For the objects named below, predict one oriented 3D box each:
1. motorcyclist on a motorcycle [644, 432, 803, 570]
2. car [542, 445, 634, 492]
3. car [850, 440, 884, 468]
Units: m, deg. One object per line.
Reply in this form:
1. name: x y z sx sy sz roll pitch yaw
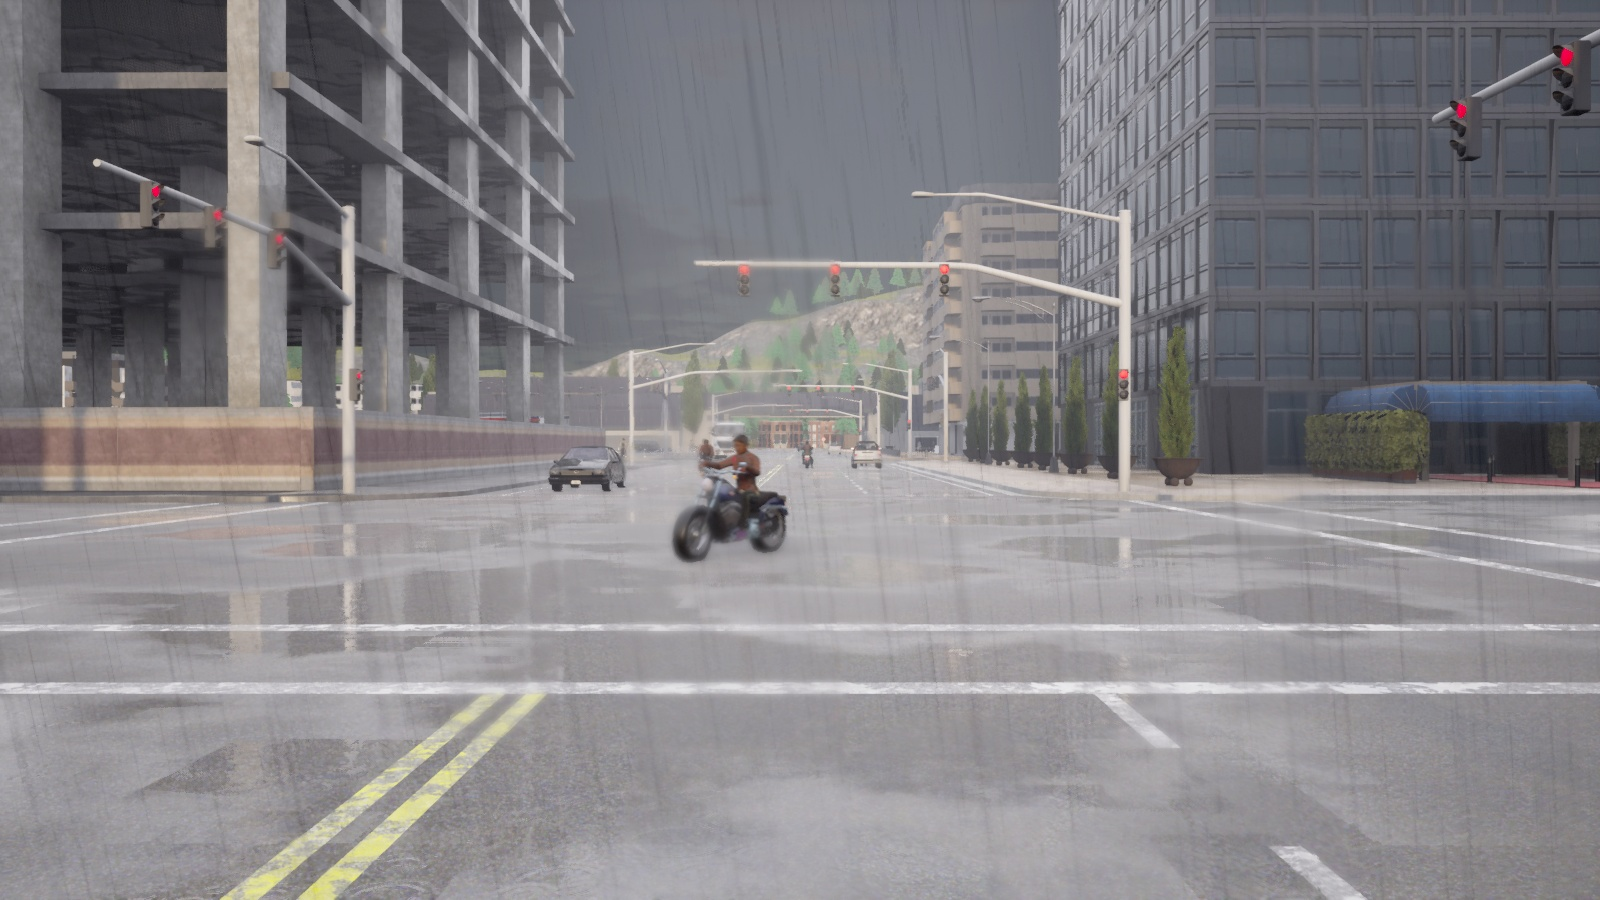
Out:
1. motorcyclist on a motorcycle: -0.946 0.604 16.302 0.766 1.649 2.350 1 1 34
2. car: -6.758 0.560 40.587 2.033 1.411 5.357 0 0 0
3. car: 3.927 0.229 74.133 1.851 1.617 3.988 0 0 1
